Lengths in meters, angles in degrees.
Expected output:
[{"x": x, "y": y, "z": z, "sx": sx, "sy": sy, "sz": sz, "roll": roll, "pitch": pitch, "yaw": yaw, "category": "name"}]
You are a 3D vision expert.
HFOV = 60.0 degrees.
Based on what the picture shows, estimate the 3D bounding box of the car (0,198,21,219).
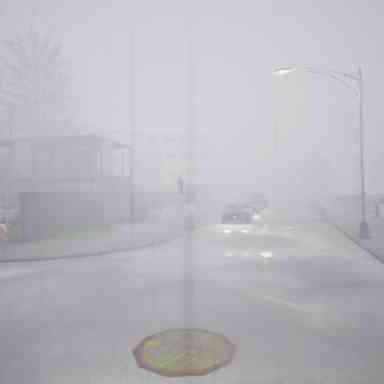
[{"x": -13.231, "y": 1.353, "z": 23.324, "sx": 3.866, "sy": 1.878, "sz": 1.905, "roll": -1, "pitch": 0, "yaw": -40, "category": "car"}]

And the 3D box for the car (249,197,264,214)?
[{"x": 6.105, "y": 1.538, "z": 34.450, "sx": 1.895, "sy": 1.301, "sz": 4.718, "roll": -1, "pitch": 0, "yaw": 16, "category": "car"}]

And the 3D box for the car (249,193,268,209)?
[{"x": 8.918, "y": 1.116, "z": 44.454, "sx": 2.150, "sy": 2.045, "sz": 5.566, "roll": -1, "pitch": 0, "yaw": 16, "category": "car"}]

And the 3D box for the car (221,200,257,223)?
[{"x": 3.459, "y": 1.541, "z": 24.907, "sx": 1.994, "sy": 1.385, "sz": 4.181, "roll": -1, "pitch": 0, "yaw": 15, "category": "car"}]
